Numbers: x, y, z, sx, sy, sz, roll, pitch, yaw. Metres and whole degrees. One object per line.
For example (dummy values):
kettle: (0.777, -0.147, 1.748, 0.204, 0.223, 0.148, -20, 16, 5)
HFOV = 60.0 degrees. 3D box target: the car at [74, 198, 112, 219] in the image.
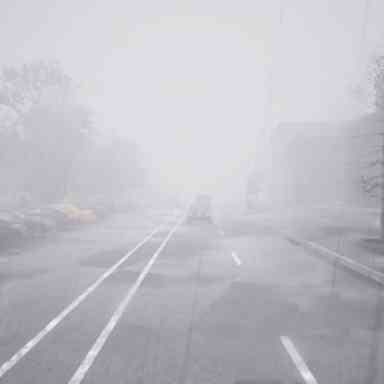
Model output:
car: (-8.985, 1.521, 25.350, 5.008, 1.535, 2.097, -1, 0, -18)

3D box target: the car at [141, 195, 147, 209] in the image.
car: (-8.315, 1.509, 40.194, 4.892, 1.521, 2.231, -1, 0, -17)

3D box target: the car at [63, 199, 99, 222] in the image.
car: (-9.271, 1.518, 22.324, 5.366, 1.575, 1.946, -1, 0, -18)

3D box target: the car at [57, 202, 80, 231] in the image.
car: (-9.172, 1.555, 19.412, 4.674, 1.452, 2.002, -1, 0, -19)

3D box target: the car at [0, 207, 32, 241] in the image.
car: (-9.319, 1.543, 13.512, 4.674, 1.452, 2.002, -1, 0, -19)

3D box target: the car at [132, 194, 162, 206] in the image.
car: (-7.441, 1.327, 54.989, 4.553, 1.767, 2.185, -1, 0, -16)

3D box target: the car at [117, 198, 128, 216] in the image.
car: (-8.755, 1.560, 31.291, 4.674, 1.452, 2.002, -1, 0, -18)

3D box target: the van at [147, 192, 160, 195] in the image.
van: (-7.703, 1.243, 52.000, 4.442, 1.987, 1.878, -1, 1, -16)

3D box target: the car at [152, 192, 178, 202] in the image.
car: (-6.162, 1.061, 75.662, 5.566, 2.045, 2.435, -1, 1, -16)

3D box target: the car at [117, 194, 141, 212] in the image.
car: (-8.440, 1.388, 37.233, 4.553, 1.767, 2.185, -1, 0, -17)

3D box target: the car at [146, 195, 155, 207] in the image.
car: (-7.961, 1.495, 43.215, 5.366, 1.575, 1.946, -1, 0, -17)

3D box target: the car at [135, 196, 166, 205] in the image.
car: (-7.236, 1.436, 57.957, 5.008, 1.535, 2.097, -1, 0, -17)

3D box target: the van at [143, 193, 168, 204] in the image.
van: (-6.975, 1.175, 63.821, 4.442, 1.987, 1.878, -1, 1, -16)

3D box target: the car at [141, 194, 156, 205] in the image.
car: (-8.137, 1.491, 46.073, 5.366, 1.575, 1.946, -1, 0, -17)

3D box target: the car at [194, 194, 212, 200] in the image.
car: (1.429, 1.228, 42.870, 2.150, 2.045, 5.566, 0, 0, 3)

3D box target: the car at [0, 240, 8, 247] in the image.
car: (-4.213, 1.565, 3.657, 1.994, 1.385, 4.181, 0, 0, 0)

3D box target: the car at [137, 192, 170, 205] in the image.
car: (-7.078, 1.168, 60.896, 5.566, 2.045, 2.435, -1, 1, -17)

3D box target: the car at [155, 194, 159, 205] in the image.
car: (-7.801, 1.510, 49.073, 4.792, 1.488, 2.163, -1, 0, -17)

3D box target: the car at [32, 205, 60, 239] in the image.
car: (-9.234, 1.549, 16.465, 4.674, 1.452, 2.002, 0, -1, -18)

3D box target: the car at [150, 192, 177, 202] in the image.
car: (-6.295, 1.082, 72.737, 5.566, 2.045, 2.435, -1, 0, -16)

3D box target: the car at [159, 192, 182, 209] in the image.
car: (-2.702, 1.223, 46.518, 2.150, 2.045, 5.566, 0, 0, 4)

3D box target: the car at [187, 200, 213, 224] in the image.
car: (0.588, 1.578, 25.315, 2.033, 1.411, 5.357, 0, 0, 2)

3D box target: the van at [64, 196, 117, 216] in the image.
van: (-8.991, 1.297, 28.280, 4.442, 1.987, 1.878, -1, 0, -18)
